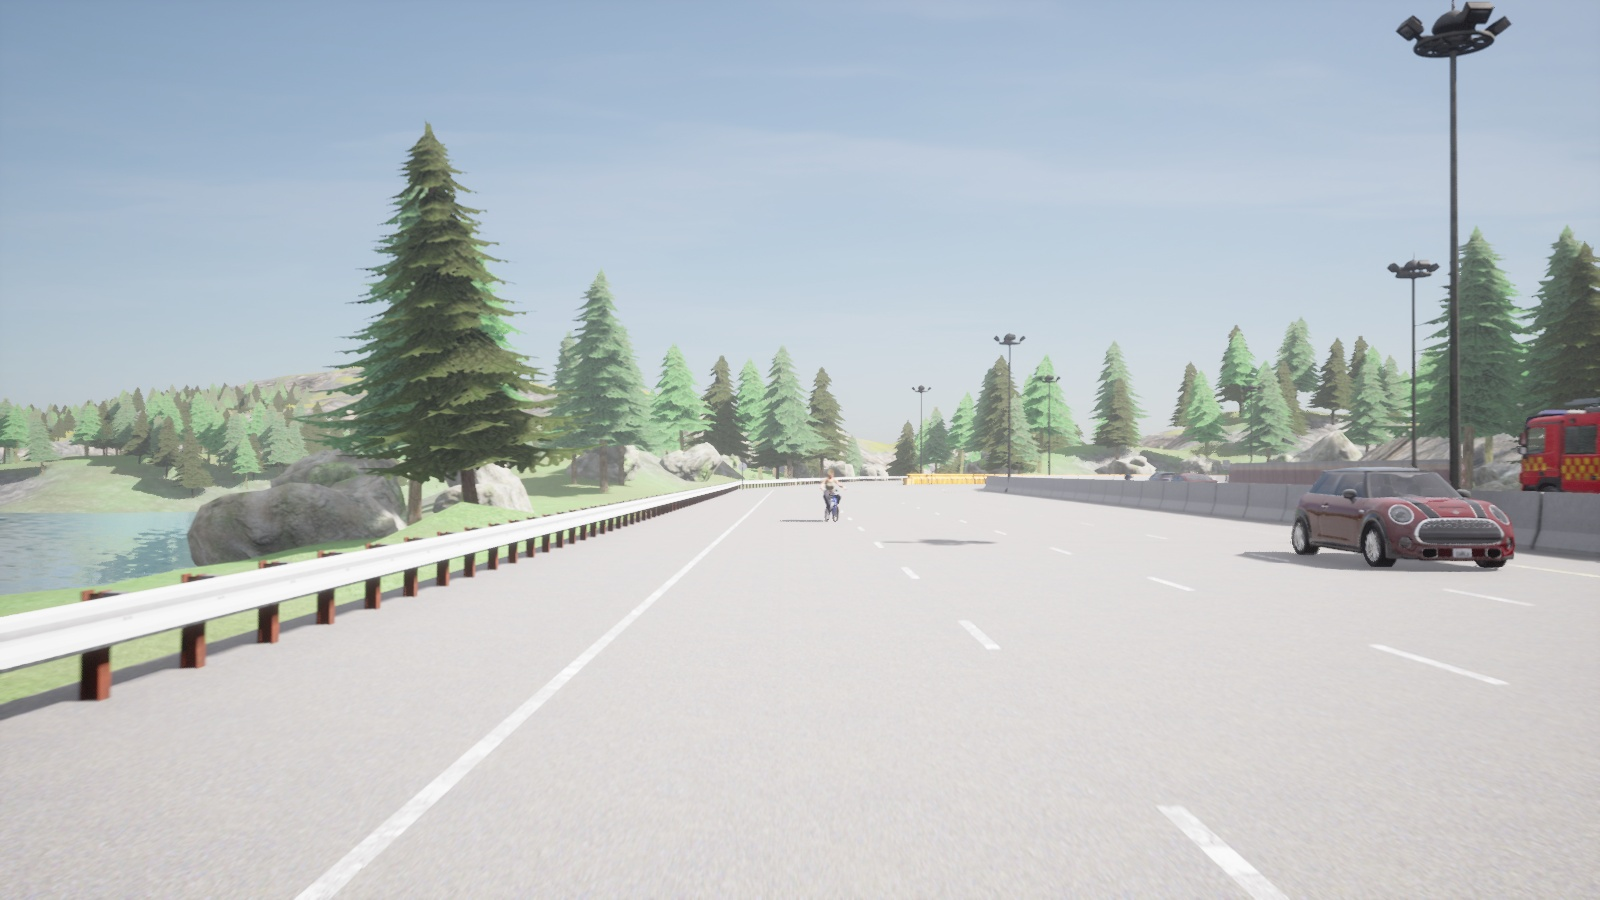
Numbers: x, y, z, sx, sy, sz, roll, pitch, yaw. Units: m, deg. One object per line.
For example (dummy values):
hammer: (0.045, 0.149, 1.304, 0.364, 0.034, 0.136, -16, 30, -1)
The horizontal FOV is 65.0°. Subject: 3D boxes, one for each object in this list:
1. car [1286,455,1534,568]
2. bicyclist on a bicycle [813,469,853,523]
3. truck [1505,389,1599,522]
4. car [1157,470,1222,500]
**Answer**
car: (10.448, 0.999, 21.962, 2.097, 1.767, 4.553, 0, -1, 0)
bicyclist on a bicycle: (1.004, 1.391, 38.453, 0.866, 1.612, 1.509, 0, -1, -14)
truck: (24.408, 0.166, 36.634, 2.891, 3.827, 8.468, 0, -1, 0)
car: (20.783, 1.834, 67.177, 1.882, 1.535, 5.008, 0, -1, 0)
